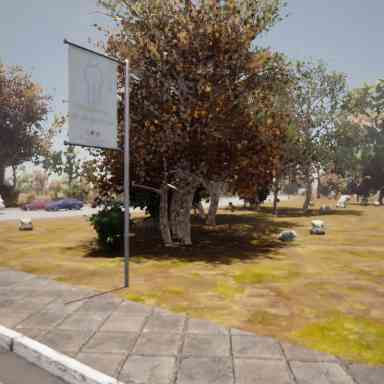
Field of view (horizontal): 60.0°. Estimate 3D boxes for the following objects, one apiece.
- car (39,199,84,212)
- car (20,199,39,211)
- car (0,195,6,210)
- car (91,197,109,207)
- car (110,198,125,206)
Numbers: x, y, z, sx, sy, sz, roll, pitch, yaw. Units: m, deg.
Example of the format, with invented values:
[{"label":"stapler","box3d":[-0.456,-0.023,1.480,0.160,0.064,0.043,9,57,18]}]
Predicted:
[{"label":"car","box3d":[-15.385,1.546,40.143,1.812,1.442,4.674,0,0,38]},{"label":"car","box3d":[-18.946,1.590,41.279,1.994,1.385,4.181,0,0,39]},{"label":"car","box3d":[-21.404,1.253,32.583,2.150,2.045,5.566,0,0,39]},{"label":"car","box3d":[-12.687,1.500,49.266,1.837,1.490,4.892,0,0,38]},{"label":"car","box3d":[-9.181,1.587,48.082,1.895,1.301,4.718,0,0,37]}]
